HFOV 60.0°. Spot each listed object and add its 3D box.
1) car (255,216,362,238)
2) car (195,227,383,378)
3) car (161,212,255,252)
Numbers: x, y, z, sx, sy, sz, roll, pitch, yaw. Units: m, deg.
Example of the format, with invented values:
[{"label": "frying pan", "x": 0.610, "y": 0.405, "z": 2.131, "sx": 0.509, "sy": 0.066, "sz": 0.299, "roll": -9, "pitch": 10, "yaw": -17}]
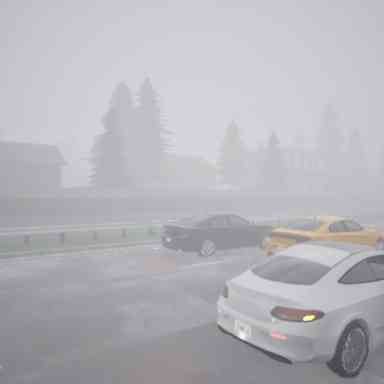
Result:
[{"label": "car", "x": 4.700, "y": 1.558, "z": 11.393, "sx": 5.008, "sy": 1.535, "sz": 1.882, "roll": 0, "pitch": 0, "yaw": -35}, {"label": "car", "x": 2.520, "y": 1.566, "z": 5.542, "sx": 4.674, "sy": 1.442, "sz": 1.812, "roll": 0, "pitch": 0, "yaw": -35}, {"label": "car", "x": 1.184, "y": 1.544, "z": 13.185, "sx": 5.008, "sy": 1.535, "sz": 1.882, "roll": 0, "pitch": 0, "yaw": -35}]
